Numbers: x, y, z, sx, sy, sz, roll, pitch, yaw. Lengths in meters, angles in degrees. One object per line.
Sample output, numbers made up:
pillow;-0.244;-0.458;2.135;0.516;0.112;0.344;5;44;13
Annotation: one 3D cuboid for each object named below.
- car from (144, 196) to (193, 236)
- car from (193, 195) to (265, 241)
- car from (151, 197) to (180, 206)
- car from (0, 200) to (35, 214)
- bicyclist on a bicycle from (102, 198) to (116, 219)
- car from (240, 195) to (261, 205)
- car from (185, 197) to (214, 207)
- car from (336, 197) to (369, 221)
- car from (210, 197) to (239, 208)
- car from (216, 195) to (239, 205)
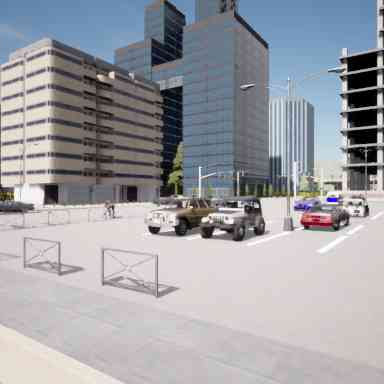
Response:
car;-0.334;1.153;17.314;1.932;1.855;4.605;0;0;34
car;2.037;1.156;15.653;1.905;1.878;3.866;0;0;34
car;-4.340;1.548;55.578;2.033;1.411;5.357;0;0;34
car;-18.896;1.547;33.905;2.033;1.411;5.357;0;0;34
bicyclist on a bicycle;-6.582;1.302;26.262;1.656;1.620;0.582;0;0;34
car;10.317;1.352;58.394;2.097;1.767;4.553;0;0;34
car;1.247;1.492;51.185;2.128;1.511;4.902;0;0;34
car;14.033;1.395;28.634;1.970;1.475;3.806;0;0;34
car;4.965;1.548;50.371;2.033;1.411;5.357;0;0;33
car;6.281;1.352;58.820;2.097;1.767;4.553;0;0;34
